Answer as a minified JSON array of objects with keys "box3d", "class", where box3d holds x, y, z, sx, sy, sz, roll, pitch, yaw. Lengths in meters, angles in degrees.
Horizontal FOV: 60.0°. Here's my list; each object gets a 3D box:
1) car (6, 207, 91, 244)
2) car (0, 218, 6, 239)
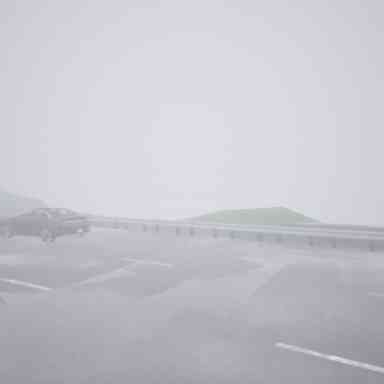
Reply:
[{"box3d":[-7.041,1.476,15.742,4.902,1.511,2.128,0,0,28],"class":"car"},{"box3d":[-10.498,1.206,13.633,5.566,2.045,2.150,0,0,28],"class":"car"}]
